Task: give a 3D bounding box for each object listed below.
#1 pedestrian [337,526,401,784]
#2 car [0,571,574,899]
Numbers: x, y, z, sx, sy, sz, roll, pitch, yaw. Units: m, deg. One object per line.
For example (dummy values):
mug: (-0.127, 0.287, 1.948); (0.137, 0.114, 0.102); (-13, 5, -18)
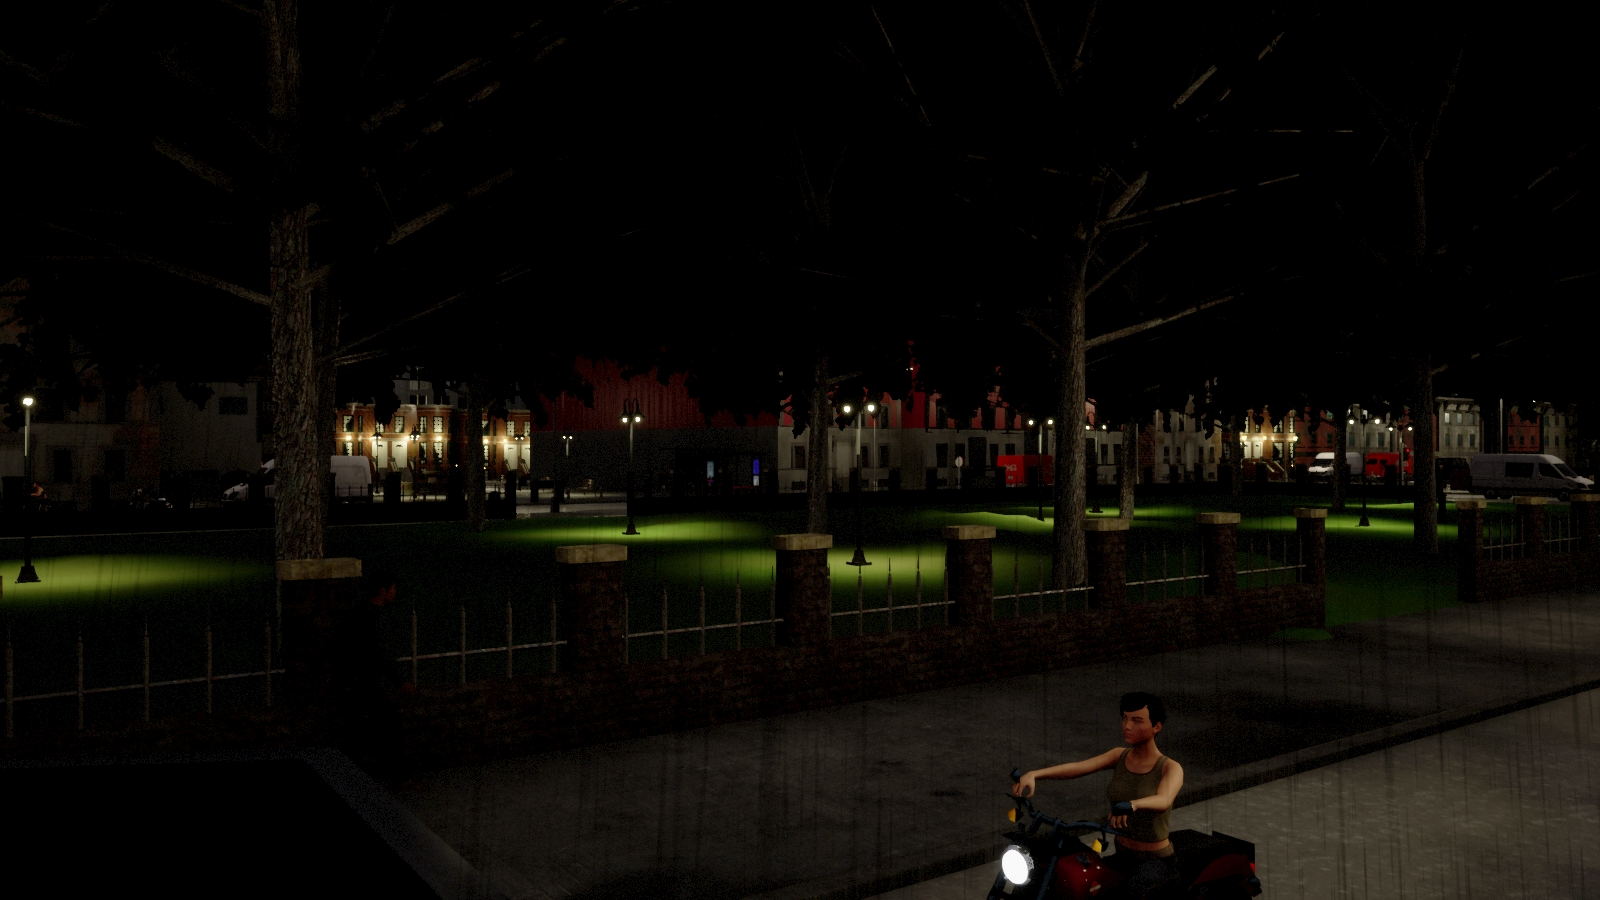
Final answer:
pedestrian: (-3.266, 1.523, 8.659); (0.375, 1.860, 0.375); (0, 0, -35)
car: (-3.767, 1.534, 1.768); (6.274, 2.098, 2.390); (0, 0, -35)
